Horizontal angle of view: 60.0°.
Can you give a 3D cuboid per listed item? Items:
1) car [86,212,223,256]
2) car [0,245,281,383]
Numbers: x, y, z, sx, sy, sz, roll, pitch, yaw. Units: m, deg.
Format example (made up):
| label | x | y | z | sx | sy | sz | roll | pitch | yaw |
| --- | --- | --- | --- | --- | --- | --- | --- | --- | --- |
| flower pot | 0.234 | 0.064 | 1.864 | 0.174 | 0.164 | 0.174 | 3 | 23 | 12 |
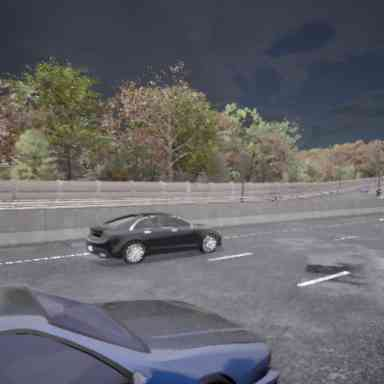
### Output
| label | x | y | z | sx | sy | sz | roll | pitch | yaw |
| --- | --- | --- | --- | --- | --- | --- | --- | --- | --- |
| car | -1.116 | 1.462 | 11.545 | 4.892 | 1.490 | 1.837 | -1 | 0 | -35 |
| car | -1.729 | 1.548 | 2.513 | 5.357 | 1.411 | 2.033 | -1 | 0 | -35 |
